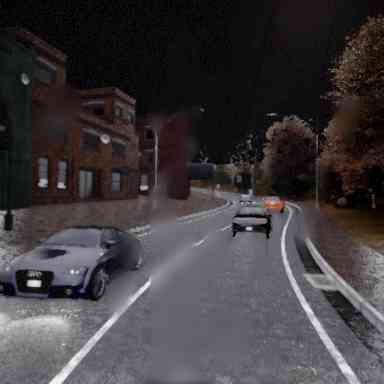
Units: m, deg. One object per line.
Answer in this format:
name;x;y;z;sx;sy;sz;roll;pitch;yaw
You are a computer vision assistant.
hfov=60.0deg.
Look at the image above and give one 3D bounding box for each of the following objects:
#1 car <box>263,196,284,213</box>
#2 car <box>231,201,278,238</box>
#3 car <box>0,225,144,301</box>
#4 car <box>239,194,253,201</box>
car;8.586;1.153;35.104;2.097;1.767;4.553;0;1;16
car;3.274;1.450;17.600;2.128;1.511;4.902;0;0;16
car;-2.674;1.552;8.294;1.994;1.385;4.181;0;0;10
car;8.073;1.101;50.172;1.812;1.442;4.674;0;1;8
